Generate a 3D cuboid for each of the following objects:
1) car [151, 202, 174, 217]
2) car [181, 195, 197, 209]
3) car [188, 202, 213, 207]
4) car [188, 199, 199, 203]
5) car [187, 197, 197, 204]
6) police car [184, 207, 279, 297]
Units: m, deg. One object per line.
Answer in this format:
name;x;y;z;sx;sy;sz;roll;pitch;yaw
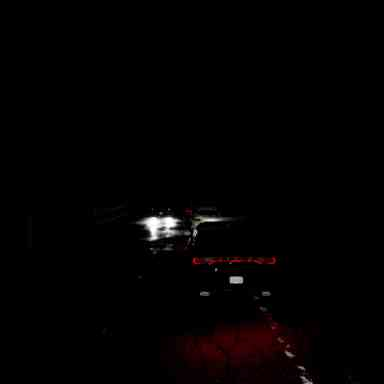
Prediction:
car;-2.774;1.615;31.945;1.895;1.301;4.718;0;0;0
car;0.003;1.524;46.107;2.128;1.511;4.902;0;0;0
car;0.811;1.531;18.635;1.812;1.442;4.674;0;0;0
car;0.806;1.514;24.634;1.837;1.490;4.892;0;0;0
car;-0.048;1.673;65.188;1.895;1.301;4.718;0;0;0
police car;0.818;1.426;8.744;1.930;1.638;5.238;0;0;0
